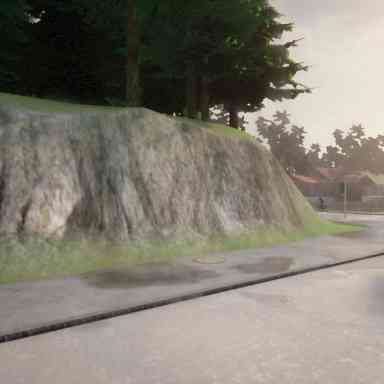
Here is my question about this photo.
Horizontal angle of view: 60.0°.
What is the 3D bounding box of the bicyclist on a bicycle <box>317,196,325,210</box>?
[{"bbox_3d":[15.462,1.349,39.963,1.656,1.620,0.582,0,0,-36],"label":"bicyclist on a bicycle"}]
